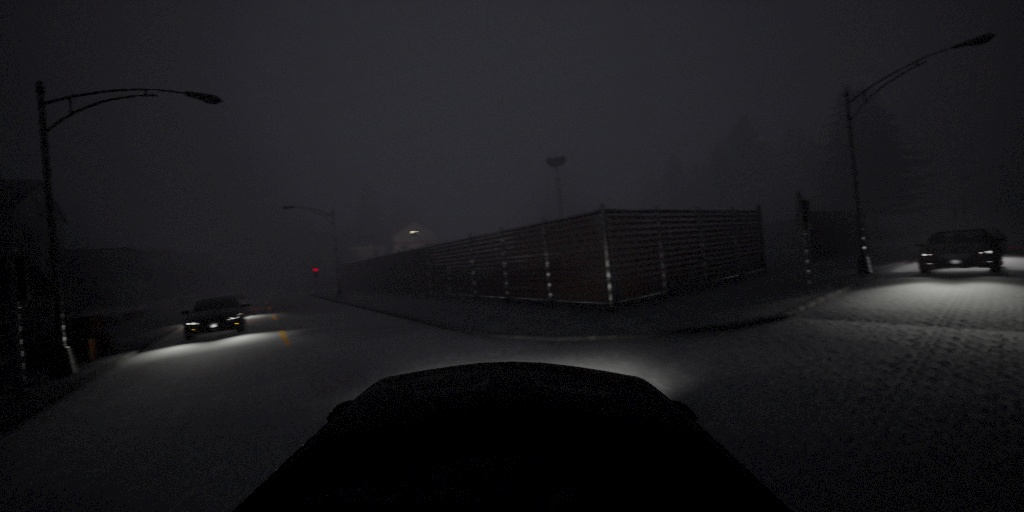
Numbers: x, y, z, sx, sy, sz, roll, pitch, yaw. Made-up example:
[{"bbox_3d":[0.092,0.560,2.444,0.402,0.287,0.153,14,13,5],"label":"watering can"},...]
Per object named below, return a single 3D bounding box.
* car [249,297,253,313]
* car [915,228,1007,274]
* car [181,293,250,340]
[{"bbox_3d":[-18.451,3.177,23.632,1.812,1.442,4.674,-5,-1,-35],"label":"car"},{"bbox_3d":[17.085,-0.235,13.671,4.902,1.511,2.128,-5,-1,-35],"label":"car"},{"bbox_3d":[-12.825,2.564,15.669,1.837,1.490,4.892,-5,-1,-35],"label":"car"}]
